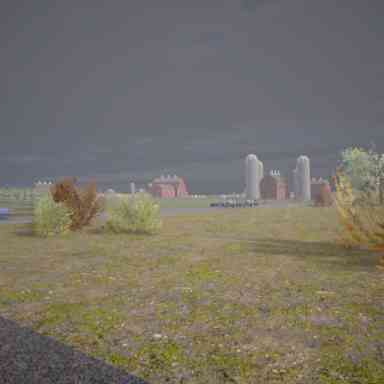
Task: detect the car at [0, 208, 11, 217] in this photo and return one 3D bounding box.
[{"bbox_3d":[-18.782,1.749,28.788,2.033,1.411,5.357,-1,-1,39],"label":"car"}]

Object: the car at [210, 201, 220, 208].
[{"bbox_3d":[5.193,2.242,61.529,1.895,1.301,4.718,-1,-1,36],"label":"car"}]

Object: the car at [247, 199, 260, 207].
[{"bbox_3d":[11.487,2.173,64.283,1.812,1.442,4.674,-1,-1,36],"label":"car"}]

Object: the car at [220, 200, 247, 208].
[{"bbox_3d":[7.343,2.093,58.468,1.812,1.442,4.674,-1,-1,36],"label":"car"}]
